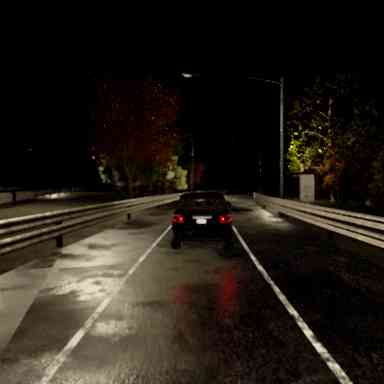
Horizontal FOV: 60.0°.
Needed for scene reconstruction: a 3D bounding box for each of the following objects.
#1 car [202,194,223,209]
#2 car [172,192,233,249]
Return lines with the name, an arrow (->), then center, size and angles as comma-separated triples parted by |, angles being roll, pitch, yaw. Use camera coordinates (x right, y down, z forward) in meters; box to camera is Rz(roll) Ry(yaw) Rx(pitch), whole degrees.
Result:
car -> 2.379, 0.964, 37.202 | 2.033, 1.411, 5.357 | 0, 1, 7
car -> 0.439, 1.015, 13.623 | 2.150, 2.045, 5.566 | 0, 1, 3
